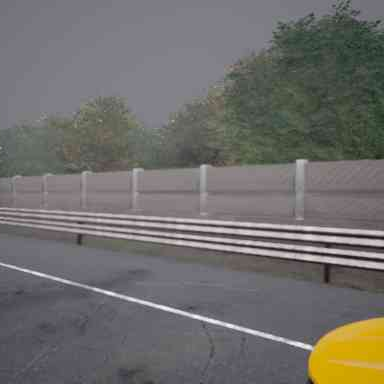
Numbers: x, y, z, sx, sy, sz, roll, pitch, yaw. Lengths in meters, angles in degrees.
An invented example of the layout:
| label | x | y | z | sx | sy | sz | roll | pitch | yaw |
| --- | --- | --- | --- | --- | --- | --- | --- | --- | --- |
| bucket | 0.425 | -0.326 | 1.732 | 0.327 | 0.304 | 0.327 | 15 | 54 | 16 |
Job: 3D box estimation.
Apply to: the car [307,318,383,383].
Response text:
| label | x | y | z | sx | sy | sz | roll | pitch | yaw |
| --- | --- | --- | --- | --- | --- | --- | --- | --- | --- |
| car | 3.187 | 1.484 | 1.731 | 5.008 | 1.535 | 1.882 | 0 | 0 | 35 |
